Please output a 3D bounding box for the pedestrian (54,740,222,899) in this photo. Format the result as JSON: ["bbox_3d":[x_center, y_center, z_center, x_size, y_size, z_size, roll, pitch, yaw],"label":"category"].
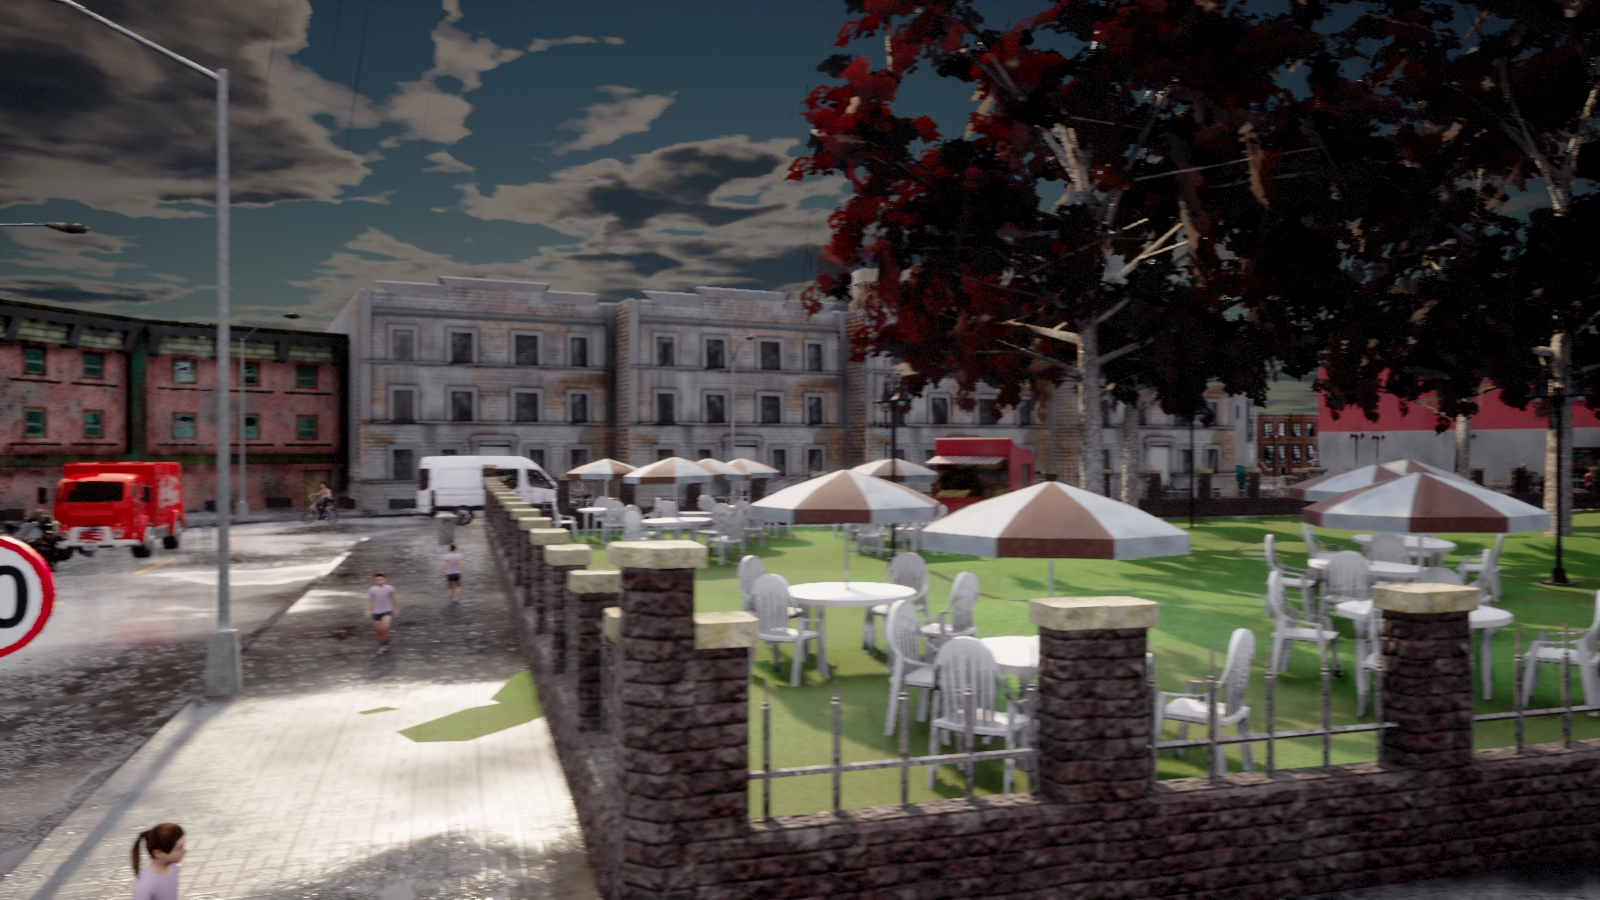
[{"bbox_3d":[-2.879,1.894,5.006,0.500,1.100,0.500,0,0,-10],"label":"pedestrian"}]

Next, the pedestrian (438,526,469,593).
[{"bbox_3d":[-6.000,1.894,19.790,0.500,1.100,0.500,0,0,-17],"label":"pedestrian"}]

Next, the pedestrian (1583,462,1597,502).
[{"bbox_3d":[36.491,1.474,52.786,0.375,1.860,0.375,0,0,-17],"label":"pedestrian"}]

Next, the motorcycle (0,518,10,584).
[{"bbox_3d":[-15.630,1.956,21.390,0.856,1.236,1.805,0,0,-16],"label":"motorcycle"}]

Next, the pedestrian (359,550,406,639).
[{"bbox_3d":[-5.483,1.890,15.020,0.500,1.100,0.500,0,0,-10],"label":"pedestrian"}]

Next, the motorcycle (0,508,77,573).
[{"bbox_3d":[-16.859,1.977,25.302,0.867,1.251,2.209,0,0,-17],"label":"motorcycle"}]

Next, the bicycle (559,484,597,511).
[{"bbox_3d":[-9.371,2.010,48.244,1.487,1.080,0.859,0,0,-17],"label":"bicycle"}]

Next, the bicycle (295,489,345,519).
[{"bbox_3d":[-17.986,2.018,42.835,0.859,1.080,1.487,1,-1,34],"label":"bicycle"}]

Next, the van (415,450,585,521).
[{"bbox_3d":[-11.385,1.293,43.521,5.915,2.561,1.988,0,-1,-32],"label":"van"}]

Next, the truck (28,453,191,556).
[{"bbox_3d":[-18.307,1.337,30.640,2.627,2.467,5.204,0,0,-18],"label":"truck"}]
